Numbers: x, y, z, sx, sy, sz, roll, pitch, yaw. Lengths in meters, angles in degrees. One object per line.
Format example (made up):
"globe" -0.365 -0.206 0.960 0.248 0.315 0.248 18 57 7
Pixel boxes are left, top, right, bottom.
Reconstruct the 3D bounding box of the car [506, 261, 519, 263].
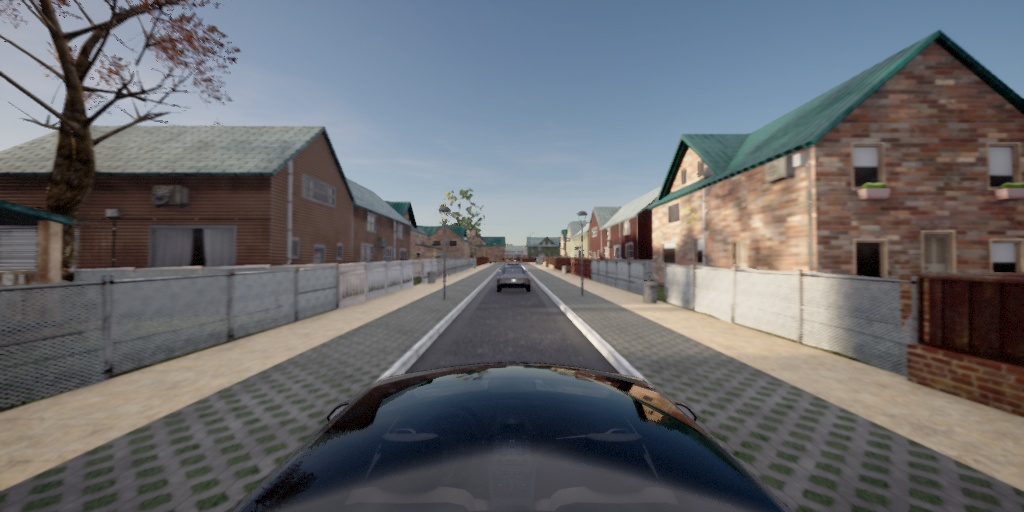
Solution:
"car" 0.106 1.237 38.647 2.128 1.511 4.902 0 0 0

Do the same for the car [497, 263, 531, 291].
"car" 0.105 1.311 21.679 1.994 1.385 4.181 0 0 0
